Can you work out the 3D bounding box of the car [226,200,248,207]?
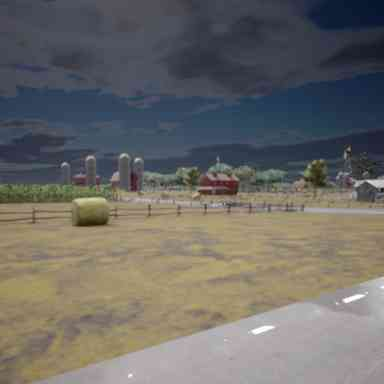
[{"bbox_3d":[9.410,2.417,70.452,2.033,1.411,5.357,-1,1,-36],"label":"car"}]
